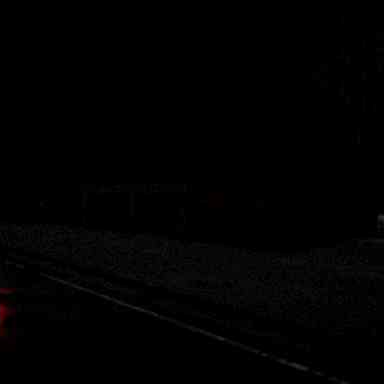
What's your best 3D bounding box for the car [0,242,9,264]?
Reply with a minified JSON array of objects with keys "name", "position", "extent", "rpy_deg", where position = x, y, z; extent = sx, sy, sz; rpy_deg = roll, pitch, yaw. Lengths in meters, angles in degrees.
[{"name":"car","position":[-7.818,1.784,10.877],"extent":[4.718,1.301,1.895],"rpy_deg":[-1,-2,42]}]
